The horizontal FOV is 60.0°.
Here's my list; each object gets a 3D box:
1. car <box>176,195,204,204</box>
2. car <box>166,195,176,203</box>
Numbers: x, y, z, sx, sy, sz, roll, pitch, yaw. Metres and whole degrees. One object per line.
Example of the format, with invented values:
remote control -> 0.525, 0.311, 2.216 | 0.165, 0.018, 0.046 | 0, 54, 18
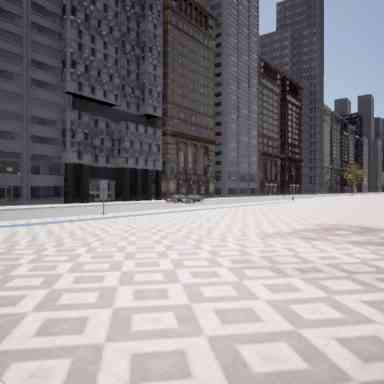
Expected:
car -> 0.091, 1.207, 56.960 | 2.128, 1.511, 4.902 | 0, 0, 36
car -> -2.544, 1.200, 58.863 | 2.128, 1.511, 4.902 | 0, 0, 36
